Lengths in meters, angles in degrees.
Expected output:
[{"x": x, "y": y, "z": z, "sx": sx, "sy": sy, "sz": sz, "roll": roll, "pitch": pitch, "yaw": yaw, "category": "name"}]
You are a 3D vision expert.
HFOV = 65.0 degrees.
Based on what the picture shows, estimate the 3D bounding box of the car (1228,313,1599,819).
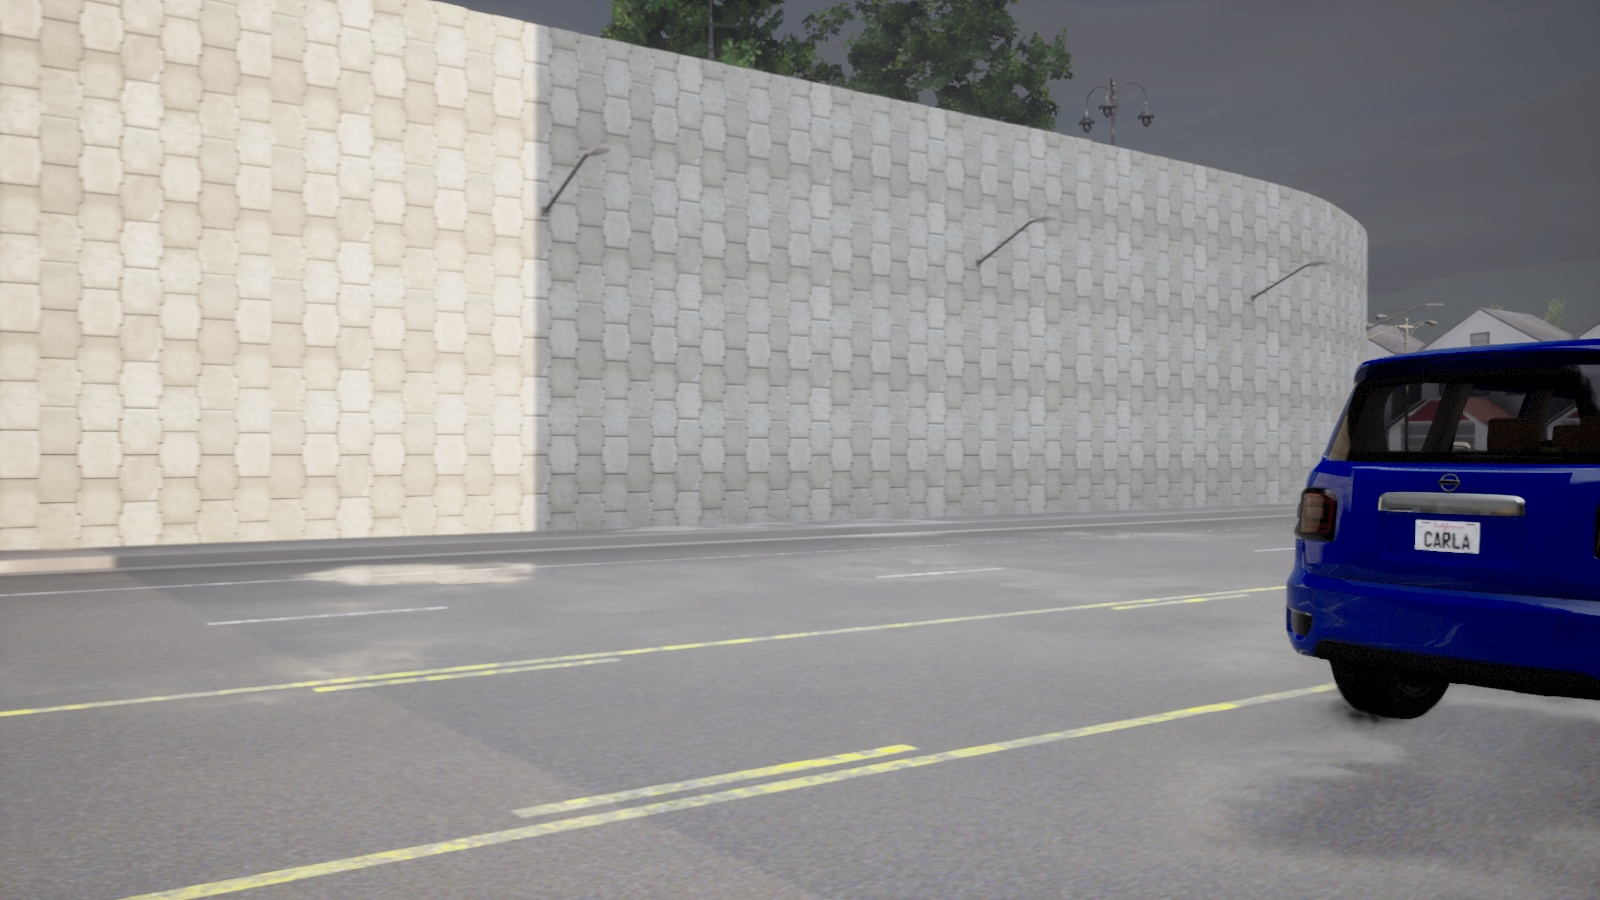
[{"x": 5.122, "y": 0.471, "z": 7.225, "sx": 5.566, "sy": 2.045, "sz": 2.150, "roll": 0, "pitch": 0, "yaw": -35, "category": "car"}]
